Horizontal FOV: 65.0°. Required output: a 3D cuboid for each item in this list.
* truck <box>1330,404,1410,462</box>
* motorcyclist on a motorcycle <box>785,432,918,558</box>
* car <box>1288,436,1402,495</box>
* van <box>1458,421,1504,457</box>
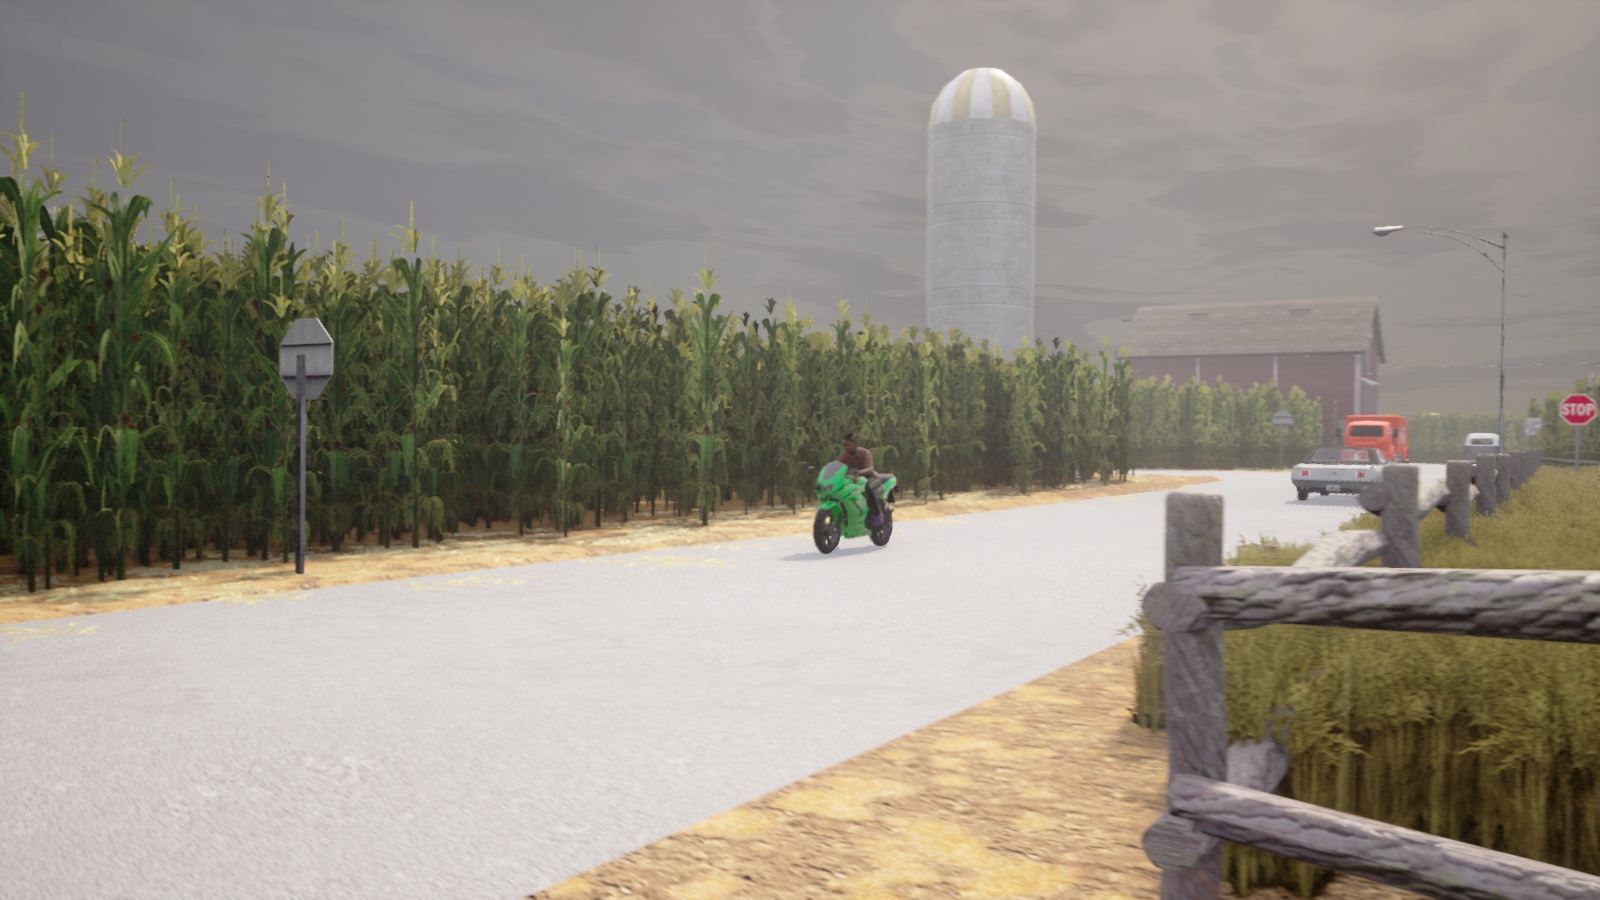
[{"bbox_3d":[25.678,-0.770,56.451,2.627,2.467,5.204,0,1,32],"label":"truck"},{"bbox_3d":[0.698,0.531,16.205,0.797,1.523,2.044,0,1,32],"label":"motorcyclist on a motorcycle"},{"bbox_3d":[13.499,0.324,30.949,1.895,1.301,4.718,0,1,32],"label":"car"},{"bbox_3d":[39.600,-0.649,72.995,2.069,2.038,4.480,0,0,32],"label":"van"}]
